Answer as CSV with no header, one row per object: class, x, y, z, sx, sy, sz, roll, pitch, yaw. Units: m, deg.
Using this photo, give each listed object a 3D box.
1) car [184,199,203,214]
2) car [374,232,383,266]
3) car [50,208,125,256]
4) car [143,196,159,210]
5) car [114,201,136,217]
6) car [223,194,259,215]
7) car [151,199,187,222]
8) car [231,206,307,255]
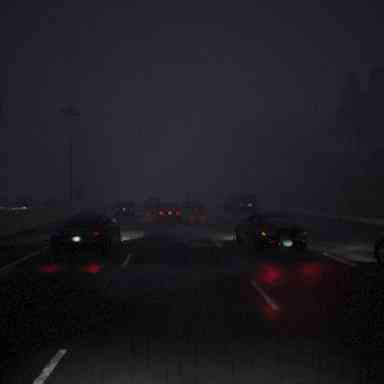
car,-0.059,1.474,35.643,2.128,1.511,4.902,0,0,-11
car,6.761,1.338,8.473,2.097,1.767,4.553,0,0,-2
car,-4.051,1.563,13.245,1.994,1.385,4.181,0,0,-4
car,-5.023,1.339,41.962,2.097,1.767,4.553,0,0,-13
car,-6.315,1.541,31.251,2.033,1.411,5.357,0,0,-10
car,4.429,1.200,30.580,2.150,2.045,5.566,0,0,-9
car,-1.948,1.537,26.123,2.033,1.411,5.357,0,0,-9
car,2.975,1.515,13.162,1.812,1.442,4.674,0,0,-4
